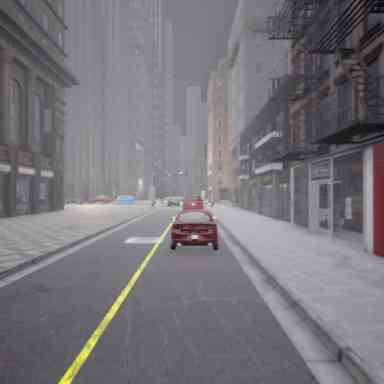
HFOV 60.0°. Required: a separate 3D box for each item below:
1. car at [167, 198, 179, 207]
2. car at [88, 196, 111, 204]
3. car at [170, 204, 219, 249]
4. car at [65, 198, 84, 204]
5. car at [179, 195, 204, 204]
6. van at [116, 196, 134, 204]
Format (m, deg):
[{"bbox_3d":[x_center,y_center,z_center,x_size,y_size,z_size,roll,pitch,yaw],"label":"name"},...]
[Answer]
[{"bbox_3d":[-3.012,1.729,54.954,1.882,1.535,5.008,0,-1,0],"label":"car"},{"bbox_3d":[-20.349,1.720,73.393,5.009,1.841,2.192,0,0,-1],"label":"car"},{"bbox_3d":[0.103,1.508,14.741,1.882,1.535,5.008,0,0,0],"label":"car"},{"bbox_3d":[-25.988,1.967,73.307,4.313,1.339,1.947,0,0,-1],"label":"car"},{"bbox_3d":[0.108,1.352,34.805,2.150,2.045,5.566,0,0,0],"label":"car"},{"bbox_3d":[-14.708,1.747,73.477,3.998,1.788,1.690,0,0,-1],"label":"van"}]
